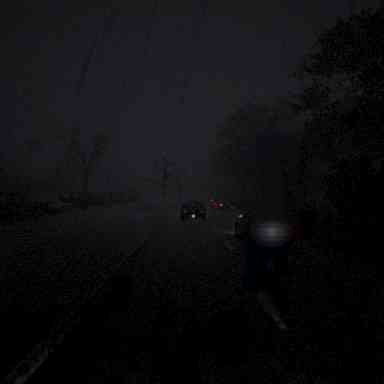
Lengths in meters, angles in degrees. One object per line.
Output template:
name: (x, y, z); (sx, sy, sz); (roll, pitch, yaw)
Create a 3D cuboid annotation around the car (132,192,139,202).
car: (-13.780, 0.969, 64.559); (5.566, 2.045, 2.435); (-1, 0, -20)

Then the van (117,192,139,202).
van: (-13.592, 0.990, 70.632); (4.442, 1.987, 1.878); (-1, 0, -19)

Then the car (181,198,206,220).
car: (0.106, 1.439, 26.377); (1.895, 1.301, 4.718); (0, 0, 0)

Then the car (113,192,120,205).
car: (-13.795, 1.231, 49.558); (4.892, 1.521, 2.231); (-1, 0, -20)

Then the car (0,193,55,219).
car: (-13.788, 1.086, 25.565); (5.566, 2.045, 2.435); (-1, 0, -20)

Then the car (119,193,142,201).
car: (-13.616, 1.091, 73.610); (4.553, 1.767, 2.185); (-1, 0, -19)

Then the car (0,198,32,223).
car: (-13.785, 1.390, 22.564); (4.792, 1.488, 2.163); (-1, 0, -20)

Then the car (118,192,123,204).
car: (-13.811, 1.256, 52.542); (4.792, 1.488, 2.163); (-1, 0, -20)

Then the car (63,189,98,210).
car: (-13.826, 1.012, 37.535); (5.566, 2.045, 2.435); (-1, 1, -20)

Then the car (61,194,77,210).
car: (-13.977, 1.296, 31.485); (5.366, 1.575, 1.946); (-1, 1, -20)

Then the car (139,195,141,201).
car: (-13.707, 0.967, 67.595); (5.566, 2.045, 2.435); (-1, 0, -20)

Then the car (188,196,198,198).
car: (0.110, 1.276, 42.924); (1.812, 1.442, 4.674); (0, 0, 0)

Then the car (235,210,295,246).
car: (3.103, 1.496, 14.874); (1.994, 1.385, 4.181); (0, 0, 0)

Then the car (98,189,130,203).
car: (-13.811, 0.973, 55.546); (5.566, 2.045, 2.435); (-1, 0, -20)

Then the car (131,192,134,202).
car: (-13.760, 1.261, 61.563); (4.674, 1.452, 2.002); (-1, 0, -20)

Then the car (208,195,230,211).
car: (3.109, 1.336, 37.175); (1.994, 1.385, 4.181); (0, 0, 0)

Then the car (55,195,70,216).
car: (-13.632, 1.309, 28.618); (5.366, 1.575, 1.946); (-1, 0, -20)

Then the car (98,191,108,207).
car: (-13.764, 1.116, 43.562); (4.553, 1.767, 2.185); (-1, 0, -20)

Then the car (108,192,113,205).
car: (-13.824, 1.110, 46.548); (4.553, 1.767, 2.185); (-1, 0, -20)
